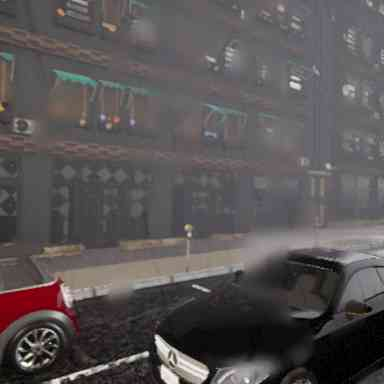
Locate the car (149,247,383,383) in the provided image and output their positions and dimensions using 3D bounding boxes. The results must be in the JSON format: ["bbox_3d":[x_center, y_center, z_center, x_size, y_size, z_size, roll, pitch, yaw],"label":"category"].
[{"bbox_3d":[1.680,1.564,4.576,4.674,1.442,1.812,1,0,-35],"label":"car"}]

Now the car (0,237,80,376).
[{"bbox_3d":[-3.611,1.433,3.968,4.097,1.590,1.967,1,0,-35],"label":"car"}]
